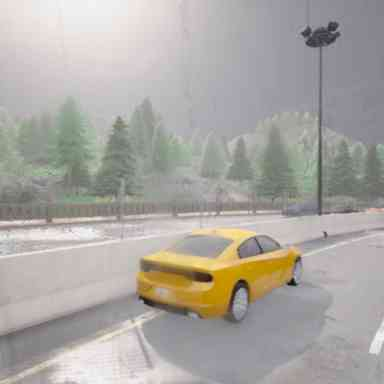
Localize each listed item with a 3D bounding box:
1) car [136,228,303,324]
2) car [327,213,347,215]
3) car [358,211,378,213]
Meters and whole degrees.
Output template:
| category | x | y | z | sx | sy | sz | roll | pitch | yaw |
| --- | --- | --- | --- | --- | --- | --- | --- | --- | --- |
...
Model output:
| category | x | y | z | sx | sy | sz | roll | pitch | yaw |
| --- | --- | --- | --- | --- | --- | --- | --- | --- | --- |
| car | 0.972 | 1.571 | 7.586 | 1.882 | 1.535 | 5.008 | 0 | -1 | 36 |
| car | 15.804 | 2.046 | 35.299 | 4.892 | 1.490 | 1.837 | 1 | -1 | -36 |
| car | 18.982 | 1.901 | 33.280 | 4.553 | 1.767 | 2.097 | 1 | -1 | -35 |
